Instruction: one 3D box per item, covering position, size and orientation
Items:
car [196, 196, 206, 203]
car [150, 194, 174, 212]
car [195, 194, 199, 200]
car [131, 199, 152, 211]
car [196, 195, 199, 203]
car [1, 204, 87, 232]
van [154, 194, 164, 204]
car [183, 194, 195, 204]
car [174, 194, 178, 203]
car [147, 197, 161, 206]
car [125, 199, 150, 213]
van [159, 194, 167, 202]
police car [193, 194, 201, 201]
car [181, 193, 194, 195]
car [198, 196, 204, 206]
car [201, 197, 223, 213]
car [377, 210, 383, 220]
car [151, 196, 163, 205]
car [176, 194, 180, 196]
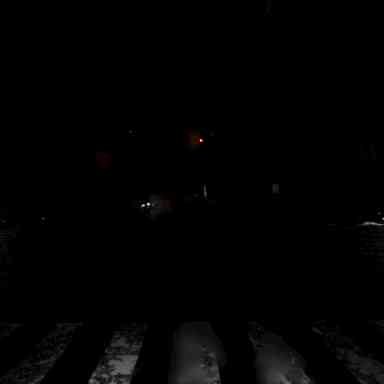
[{"bbox_3d":[1.899,1.589,73.116,1.947,1.339,4.313,0,0,-1],"label":"car"},{"bbox_3d":[-3.487,1.357,38.541,2.097,1.767,4.553,0,0,-1],"label":"car"},{"bbox_3d":[2.043,1.567,62.538,2.008,1.369,4.403,0,0,-1],"label":"car"},{"bbox_3d":[-6.191,1.557,41.214,2.008,1.369,4.403,0,0,-1],"label":"car"},{"bbox_3d":[2.179,1.561,52.667,2.008,1.369,4.403,0,0,-1],"label":"car"},{"bbox_3d":[-9.320,1.556,21.202,5.008,1.535,1.882,-2,1,-24],"label":"car"},{"bbox_3d":[-6.538,1.360,66.609,1.690,1.788,3.998,0,0,-1],"label":"van"},{"bbox_3d":[-0.660,1.619,65.599,1.895,1.301,4.718,0,0,-1],"label":"car"},{"bbox_3d":[-3.646,1.498,50.076,2.128,1.511,4.902,0,0,-1],"label":"car"},{"bbox_3d":[-6.390,1.578,55.784,1.947,1.339,4.313,0,0,-1],"label":"car"},{"bbox_3d":[-6.122,1.556,36.222,2.008,1.369,4.403,0,0,-1],"label":"car"},{"bbox_3d":[-6.687,1.368,77.435,1.690,1.788,3.998,0,0,-1],"label":"van"},{"bbox_3d":[1.267,1.462,90.513,1.930,1.638,5.238,0,0,-1],"label":"police car"},{"bbox_3d":[-0.891,1.549,75.527,2.128,1.511,4.902,0,0,-1],"label":"car"},{"bbox_3d":[2.253,1.553,47.223,1.887,1.381,4.507,0,0,-1],"label":"car"},{"bbox_3d":[2.402,1.555,36.335,2.008,1.369,4.403,0,0,-1],"label":"car"},{"bbox_3d":[14.725,1.248,20.978,5.357,1.411,2.033,-1,0,-1],"label":"car"},{"bbox_3d":[-6.462,1.541,61.027,1.752,1.417,4.829,0,0,-1],"label":"car"},{"bbox_3d":[-3.810,1.652,69.261,1.895,1.301,4.718,0,0,-1],"label":"car"}]
